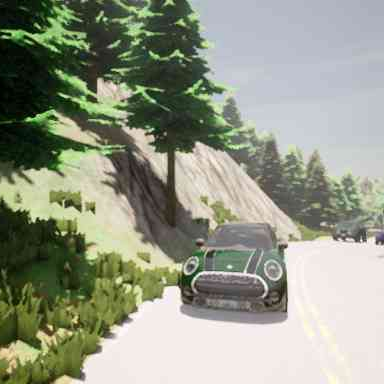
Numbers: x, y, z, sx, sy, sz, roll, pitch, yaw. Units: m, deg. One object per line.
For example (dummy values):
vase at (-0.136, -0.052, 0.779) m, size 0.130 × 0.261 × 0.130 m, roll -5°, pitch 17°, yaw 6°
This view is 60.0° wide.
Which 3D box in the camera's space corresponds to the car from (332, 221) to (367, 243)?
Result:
car at (15.399, 3.846, 32.343) m, size 2.150 × 2.045 × 5.566 m, roll -1°, pitch -6°, yaw 37°

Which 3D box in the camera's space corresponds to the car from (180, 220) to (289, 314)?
car at (1.238, 1.541, 8.206) m, size 2.097 × 1.767 × 4.553 m, roll 0°, pitch -3°, yaw 15°

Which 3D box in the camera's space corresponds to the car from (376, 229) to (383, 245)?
car at (18.049, 4.118, 30.346) m, size 1.812 × 1.442 × 4.674 m, roll -1°, pitch -6°, yaw 38°
